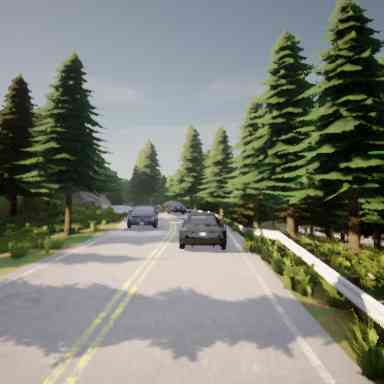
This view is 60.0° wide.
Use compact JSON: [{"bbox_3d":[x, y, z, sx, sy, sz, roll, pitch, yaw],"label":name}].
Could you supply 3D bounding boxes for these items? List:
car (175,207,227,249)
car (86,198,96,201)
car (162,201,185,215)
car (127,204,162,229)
[{"bbox_3d":[0.439,1.591,14.804,1.994,1.385,4.181,0,0,1],"label":"car"},{"bbox_3d":[-18.553,1.738,60.575,2.033,1.411,5.357,1,-4,-17],"label":"car"},{"bbox_3d":[-2.131,1.635,35.582,2.033,1.411,5.357,2,0,-18],"label":"car"},{"bbox_3d":[-3.093,1.557,21.800,1.812,1.442,4.674,1,0,-4],"label":"car"}]
